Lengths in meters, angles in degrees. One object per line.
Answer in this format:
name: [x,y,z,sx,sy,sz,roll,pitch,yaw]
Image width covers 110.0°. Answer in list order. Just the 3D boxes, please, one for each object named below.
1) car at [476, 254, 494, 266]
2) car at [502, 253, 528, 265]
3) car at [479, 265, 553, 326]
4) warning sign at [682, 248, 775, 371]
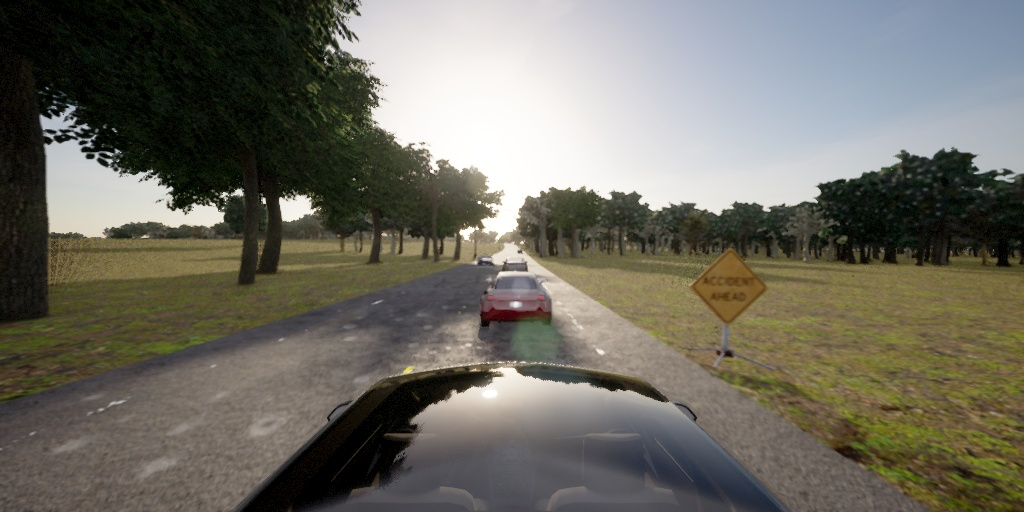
car: [-3.234,0.509,44.430,2.033,1.411,5.357,0,1,1]
car: [0.248,0.788,27.890,2.128,1.511,4.902,0,1,1]
car: [0.119,1.159,11.050,1.994,1.385,4.181,0,1,1]
warning sign: [3.562,0.795,6.016,1.300,1.860,1.060,0,0,0]
